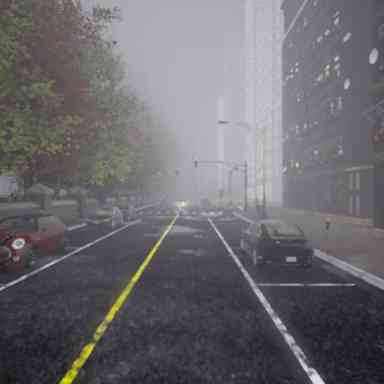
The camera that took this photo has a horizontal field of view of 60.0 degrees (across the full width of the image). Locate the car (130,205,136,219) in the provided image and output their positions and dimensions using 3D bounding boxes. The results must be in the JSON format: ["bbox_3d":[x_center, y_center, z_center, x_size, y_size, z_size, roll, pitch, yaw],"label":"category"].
[{"bbox_3d":[-5.811,1.674,27.820,1.887,1.381,4.507,0,0,0],"label":"car"}]

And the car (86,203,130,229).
[{"bbox_3d":[-5.761,1.654,22.280,2.008,1.369,4.403,0,0,0],"label":"car"}]

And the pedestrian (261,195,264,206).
[{"bbox_3d":[8.144,1.206,37.695,0.375,1.860,0.375,0,-1,0],"label":"pedestrian"}]

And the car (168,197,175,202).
[{"bbox_3d":[-5.668,2.016,93.731,1.752,1.417,4.829,0,0,0],"label":"car"}]

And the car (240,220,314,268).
[{"bbox_3d":[2.695,1.602,11.205,2.008,1.369,4.403,0,0,0],"label":"car"}]

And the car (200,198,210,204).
[{"bbox_3d":[2.707,1.924,71.369,1.947,1.339,4.313,0,0,0],"label":"car"}]

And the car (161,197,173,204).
[{"bbox_3d":[-5.674,1.941,71.370,1.802,1.307,4.206,0,0,0],"label":"car"}]

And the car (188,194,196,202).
[{"bbox_3d":[0.020,1.982,90.523,2.033,1.411,5.357,0,0,0],"label":"car"}]

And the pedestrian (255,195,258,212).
[{"bbox_3d":[7.143,1.279,37.095,0.375,1.860,0.375,0,-1,0],"label":"pedestrian"}]

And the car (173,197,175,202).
[{"bbox_3d":[-5.671,1.864,82.636,1.967,1.590,4.097,0,0,0],"label":"car"}]

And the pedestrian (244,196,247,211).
[{"bbox_3d":[6.144,1.314,38.295,0.375,1.860,0.375,0,-1,0],"label":"pedestrian"}]

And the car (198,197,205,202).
[{"bbox_3d":[2.712,2.036,93.899,1.887,1.381,4.507,0,0,0],"label":"car"}]

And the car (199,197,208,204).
[{"bbox_3d":[2.708,1.956,77.002,1.947,1.339,4.313,0,0,0],"label":"car"}]

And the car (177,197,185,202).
[{"bbox_3d":[-2.980,2.028,91.395,1.994,1.385,4.181,0,0,0],"label":"car"}]

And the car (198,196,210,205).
[{"bbox_3d":[2.705,1.893,65.736,1.947,1.339,4.313,0,0,0],"label":"car"}]

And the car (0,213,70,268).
[{"bbox_3d":[-5.685,1.492,11.205,1.967,1.590,4.097,0,0,0],"label":"car"}]
